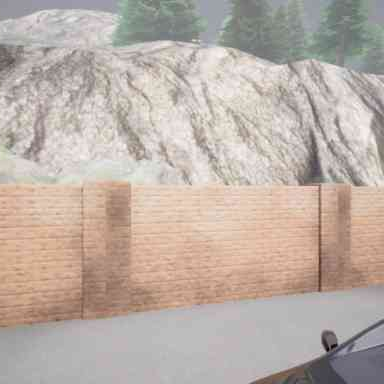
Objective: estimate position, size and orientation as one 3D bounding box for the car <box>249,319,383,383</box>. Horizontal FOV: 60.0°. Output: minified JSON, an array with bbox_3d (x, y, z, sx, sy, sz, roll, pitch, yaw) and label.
[{"bbox_3d":[2.067,1.492,1.964,4.902,1.511,2.128,0,0,-19],"label":"car"}]
